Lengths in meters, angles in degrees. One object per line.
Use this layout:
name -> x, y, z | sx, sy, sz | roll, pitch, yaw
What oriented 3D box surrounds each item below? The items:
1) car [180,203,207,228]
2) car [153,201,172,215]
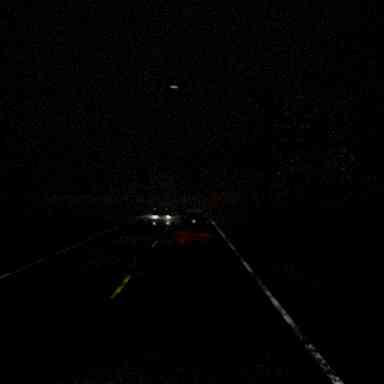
car -> 0.123, 1.790, 24.454 | 1.812, 1.442, 4.674 | 0, -1, 0
car -> -3.499, 1.904, 39.993 | 1.882, 1.535, 5.008 | 0, -1, 1
